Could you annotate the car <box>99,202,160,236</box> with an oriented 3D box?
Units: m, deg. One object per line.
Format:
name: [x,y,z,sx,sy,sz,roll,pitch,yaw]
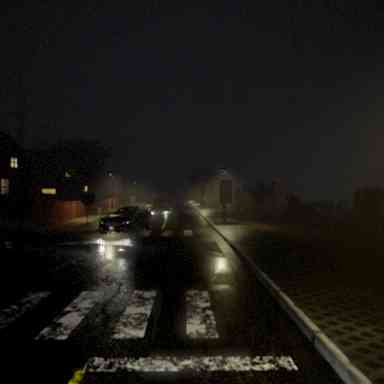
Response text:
car: [-3.647,1.547,19.130,2.128,1.511,4.902,0,0,10]

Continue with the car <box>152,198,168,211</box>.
car: [-4.062,1.581,42.421,1.882,1.535,5.008,0,0,-2]
